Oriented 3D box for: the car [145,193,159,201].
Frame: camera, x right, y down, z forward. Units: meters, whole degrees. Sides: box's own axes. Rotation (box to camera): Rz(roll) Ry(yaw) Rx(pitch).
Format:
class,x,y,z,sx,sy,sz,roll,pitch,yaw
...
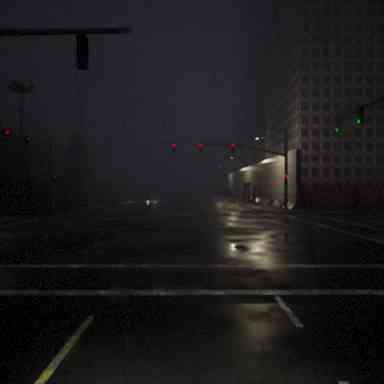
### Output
class,x,y,z,sx,sy,sz,roll,pitch,yaw
car,-7.076,0.832,59.411,1.994,1.385,4.181,0,1,0
